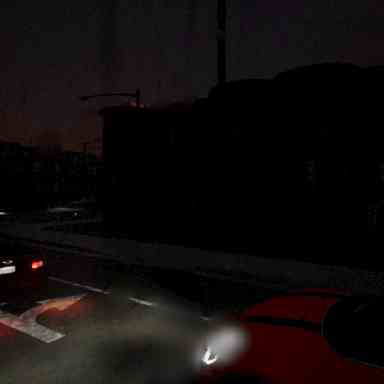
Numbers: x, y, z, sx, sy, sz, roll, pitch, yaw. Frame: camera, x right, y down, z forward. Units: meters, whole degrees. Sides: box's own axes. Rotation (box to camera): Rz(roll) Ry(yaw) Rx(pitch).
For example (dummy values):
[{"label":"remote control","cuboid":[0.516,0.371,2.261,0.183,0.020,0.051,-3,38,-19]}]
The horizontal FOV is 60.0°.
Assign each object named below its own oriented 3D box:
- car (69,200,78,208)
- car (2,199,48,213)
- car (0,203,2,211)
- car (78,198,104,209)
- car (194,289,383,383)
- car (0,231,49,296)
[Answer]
[{"label":"car","cuboid":[-15.285,1.526,47.609,1.812,1.442,4.674,0,0,36]},{"label":"car","cuboid":[-18.377,1.564,37.307,1.994,1.385,4.181,0,0,36]},{"label":"car","cuboid":[-20.890,1.547,39.817,2.033,1.411,5.357,0,0,36]},{"label":"car","cuboid":[-12.593,1.601,45.379,1.895,1.301,4.718,0,0,36]},{"label":"car","cuboid":[2.214,1.352,2.418,4.553,1.767,2.097,0,0,36]},{"label":"car","cuboid":[-5.535,1.547,7.918,5.357,1.411,2.033,0,0,38]}]
